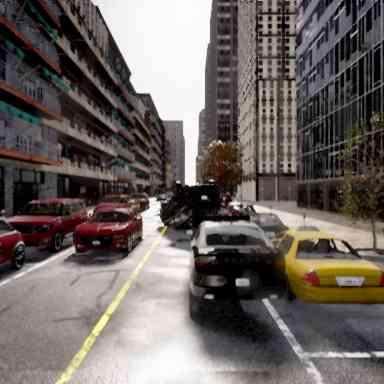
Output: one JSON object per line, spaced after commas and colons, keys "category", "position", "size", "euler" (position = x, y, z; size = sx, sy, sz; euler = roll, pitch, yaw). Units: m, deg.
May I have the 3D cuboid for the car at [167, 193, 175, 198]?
{"category": "car", "position": [-5.895, 1.038, 92.716], "size": [2.008, 1.369, 4.403], "euler": [0, 0, 0]}

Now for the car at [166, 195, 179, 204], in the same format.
{"category": "car", "position": [-3.203, 1.244, 54.721], "size": [1.895, 1.301, 4.718], "euler": [0, 0, 0]}

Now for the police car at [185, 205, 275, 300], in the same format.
{"category": "police car", "position": [0.881, 1.361, 8.422], "size": [1.930, 1.638, 5.238], "euler": [0, 0, 0]}

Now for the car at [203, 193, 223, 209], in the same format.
{"category": "car", "position": [2.601, 1.026, 41.765], "size": [2.192, 1.841, 5.009], "euler": [0, 0, 0]}

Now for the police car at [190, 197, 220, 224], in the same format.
{"category": "police car", "position": [0.845, 1.246, 24.421], "size": [1.930, 1.638, 5.238], "euler": [0, 0, 0]}

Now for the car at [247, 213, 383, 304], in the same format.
{"category": "car", "position": [2.677, 1.464, 7.958], "size": [1.752, 1.417, 4.829], "euler": [0, 0, 0]}

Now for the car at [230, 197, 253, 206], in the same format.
{"category": "car", "position": [2.652, 1.298, 19.114], "size": [1.967, 1.590, 4.097], "euler": [0, 0, 0]}

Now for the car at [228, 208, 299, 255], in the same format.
{"category": "car", "position": [2.664, 1.465, 13.452], "size": [1.947, 1.339, 4.313], "euler": [0, 0, 0]}

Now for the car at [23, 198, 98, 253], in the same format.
{"category": "car", "position": [-5.714, 1.214, 13.432], "size": [2.192, 1.841, 5.009], "euler": [0, 0, 0]}

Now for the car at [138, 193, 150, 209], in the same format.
{"category": "car", "position": [-5.765, 1.060, 36.085], "size": [2.192, 1.841, 5.009], "euler": [0, 0, 0]}

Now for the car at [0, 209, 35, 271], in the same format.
{"category": "car", "position": [-5.702, 1.380, 7.769], "size": [1.967, 1.590, 4.097], "euler": [0, 0, 0]}

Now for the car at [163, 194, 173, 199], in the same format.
{"category": "car", "position": [-5.869, 1.090, 81.390], "size": [1.947, 1.339, 4.313], "euler": [0, 0, 0]}

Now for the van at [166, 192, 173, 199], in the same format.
{"category": "van", "position": [-5.882, 0.846, 87.054], "size": [1.690, 1.788, 3.998], "euler": [0, 0, 0]}

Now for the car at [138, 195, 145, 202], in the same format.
{"category": "car", "position": [-5.753, 1.307, 30.253], "size": [1.752, 1.417, 4.829], "euler": [0, 0, 0]}

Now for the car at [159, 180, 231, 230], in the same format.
{"category": "car", "position": [-0.192, 1.060, 18.363], "size": [2.150, 2.045, 5.566], "euler": [-3, -19, -19]}

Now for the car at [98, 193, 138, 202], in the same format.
{"category": "car", "position": [-5.739, 1.133, 24.757], "size": [2.192, 1.841, 5.009], "euler": [0, 0, 0]}

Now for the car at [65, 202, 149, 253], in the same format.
{"category": "car", "position": [-3.131, 1.377, 13.375], "size": [1.882, 1.535, 5.008], "euler": [0, 0, 0]}

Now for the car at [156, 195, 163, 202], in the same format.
{"category": "car", "position": [-5.831, 1.164, 64.401], "size": [1.947, 1.339, 4.313], "euler": [0, 0, 0]}
